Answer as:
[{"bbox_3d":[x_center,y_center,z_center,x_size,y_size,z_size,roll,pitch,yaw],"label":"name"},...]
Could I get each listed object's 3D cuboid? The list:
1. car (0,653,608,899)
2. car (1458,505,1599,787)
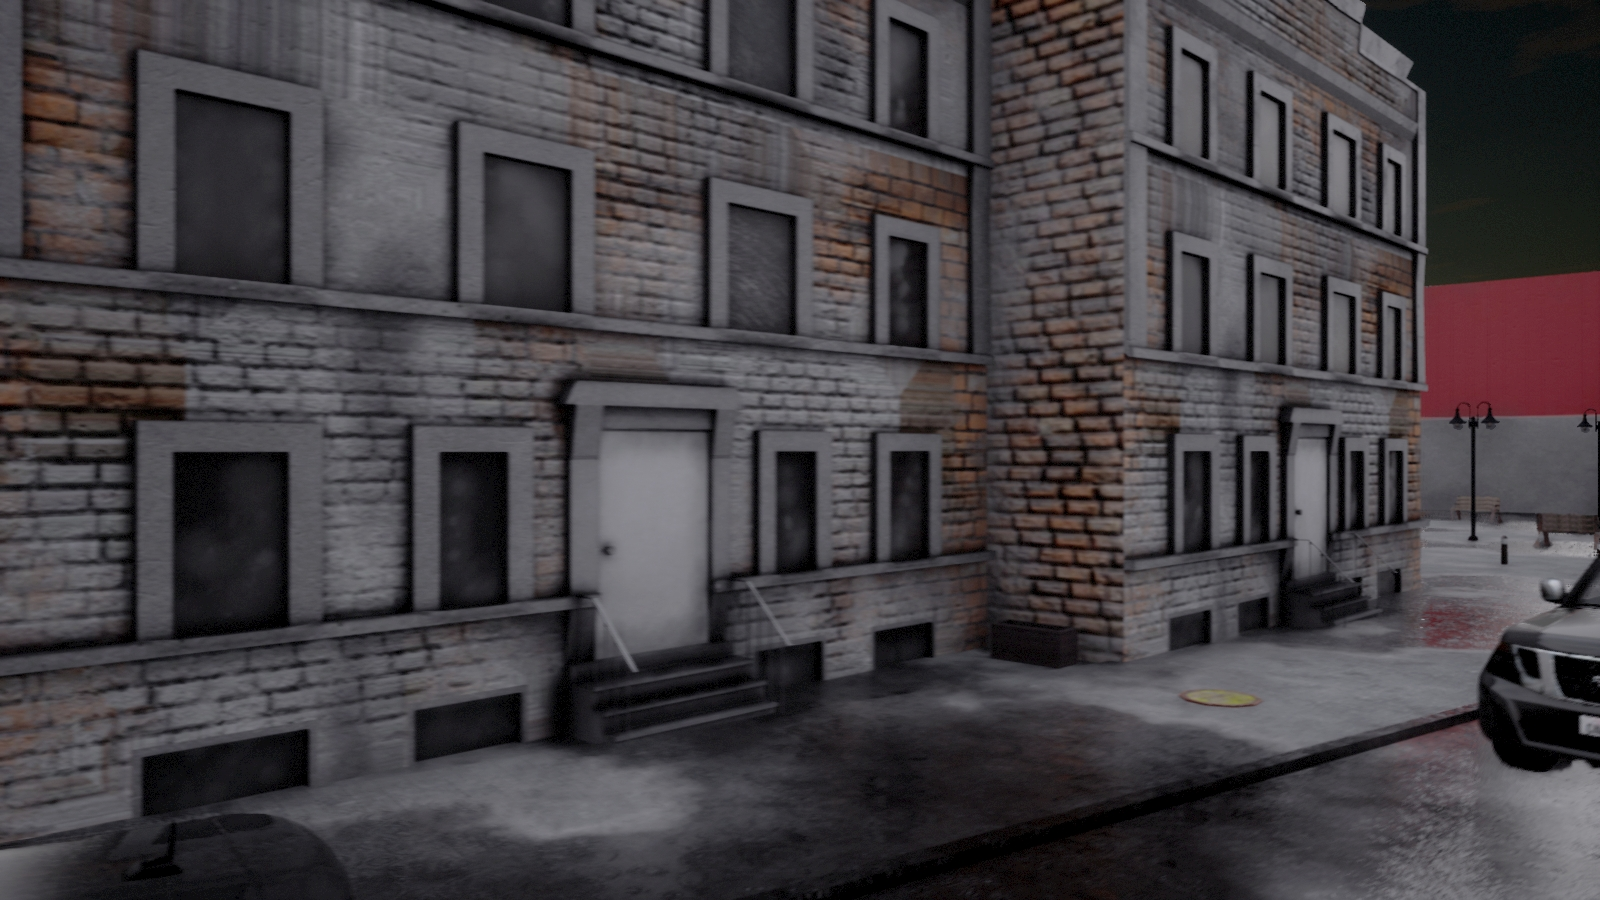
[{"bbox_3d":[-2.935,1.686,2.340,4.553,1.767,2.097,0,0,-35],"label":"car"},{"bbox_3d":[8.401,1.562,10.296,5.566,2.045,2.150,0,0,-35],"label":"car"}]
